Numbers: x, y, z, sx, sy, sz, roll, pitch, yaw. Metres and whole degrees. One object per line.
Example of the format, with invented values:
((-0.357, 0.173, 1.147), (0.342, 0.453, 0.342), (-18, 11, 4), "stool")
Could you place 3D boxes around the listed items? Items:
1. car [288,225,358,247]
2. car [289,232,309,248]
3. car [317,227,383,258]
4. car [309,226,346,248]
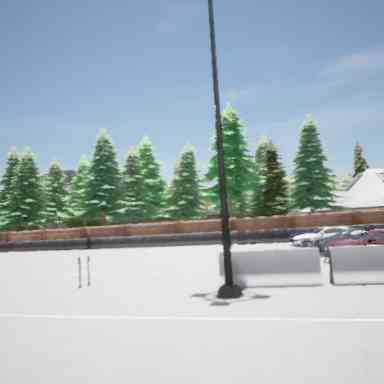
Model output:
((9.902, 3.348, 25.523), (4.718, 1.301, 1.895), (-4, -5, 12), "car")
((9.166, 3.011, 22.148), (4.674, 1.442, 1.812), (-4, -5, 11), "car")
((8.487, 2.420, 15.169), (4.674, 1.442, 1.812), (-4, -5, 11), "car")
((9.067, 2.736, 18.613), (4.181, 1.385, 1.994), (-4, -5, 11), "car")
